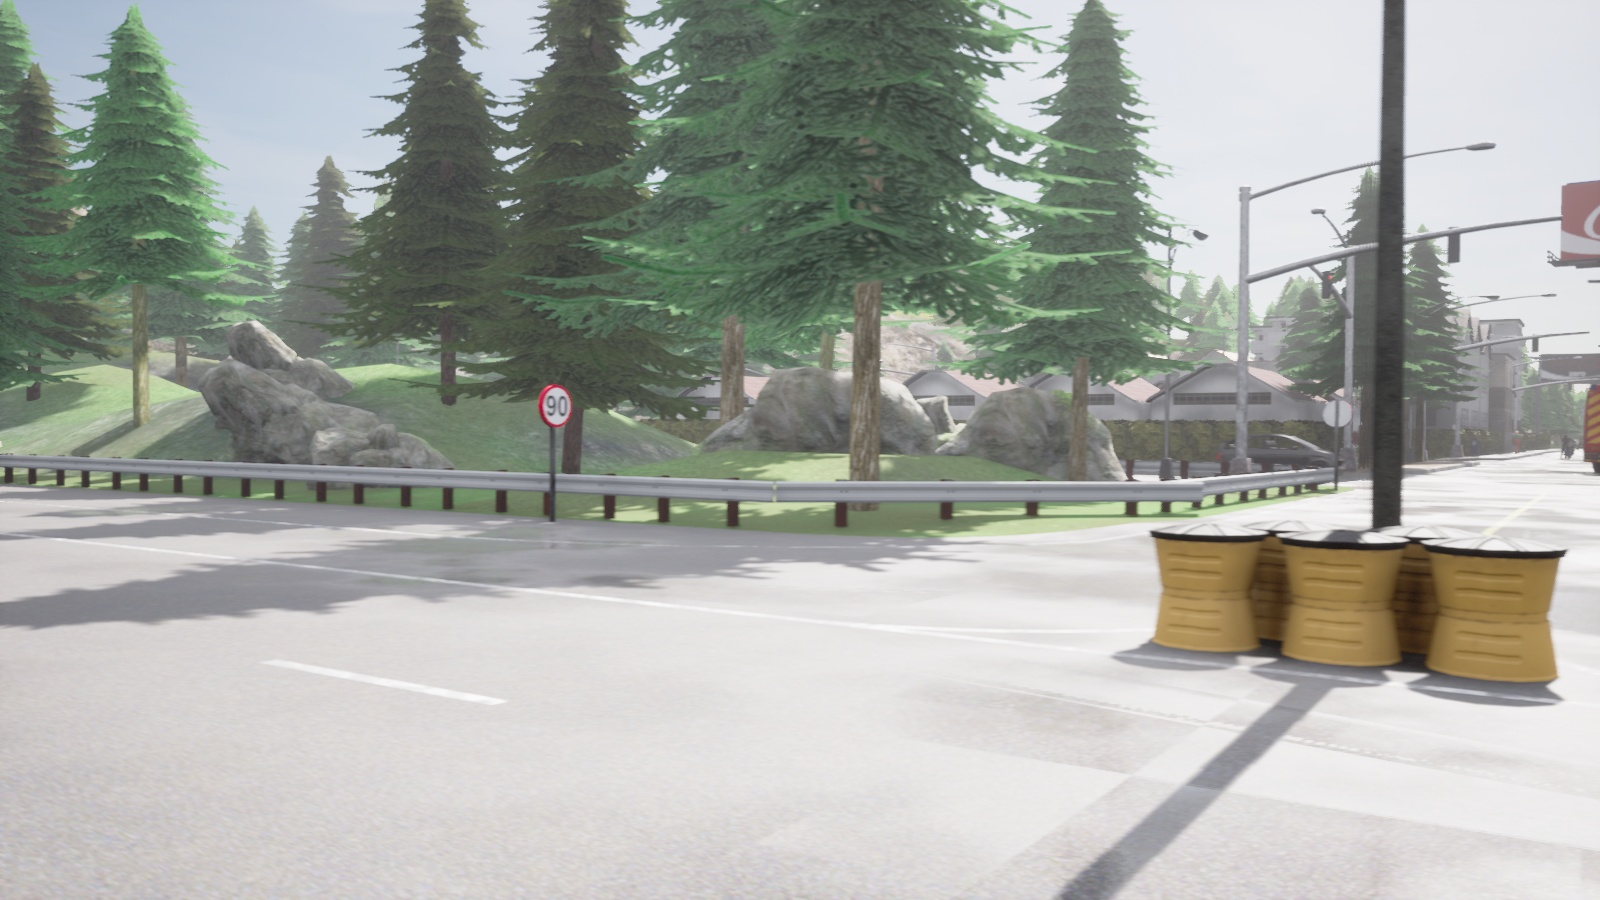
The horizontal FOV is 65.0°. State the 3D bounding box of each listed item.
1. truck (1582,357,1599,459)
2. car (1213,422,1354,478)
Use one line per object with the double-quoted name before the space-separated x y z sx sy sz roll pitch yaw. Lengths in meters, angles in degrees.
"truck" 33.621 -1.552 49.473 2.891 3.827 8.468 1 1 45
"car" 14.813 0.011 38.496 3.705 1.549 1.789 -2 0 31
